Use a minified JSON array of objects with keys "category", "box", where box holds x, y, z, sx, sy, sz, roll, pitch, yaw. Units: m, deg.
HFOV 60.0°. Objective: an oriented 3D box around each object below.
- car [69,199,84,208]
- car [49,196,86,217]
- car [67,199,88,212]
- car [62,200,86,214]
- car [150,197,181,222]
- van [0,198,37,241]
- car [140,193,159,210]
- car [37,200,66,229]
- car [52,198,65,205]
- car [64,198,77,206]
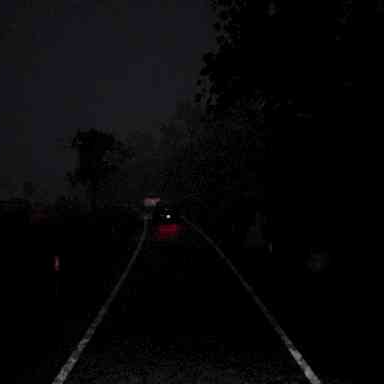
[{"category":"car","box":[-20.544,1.971,59.062,2.097,1.535,5.008,-1,-1,-22]},{"category":"car","box":[-12.275,1.384,33.125,2.435,2.045,5.566,2,-1,-13]},{"category":"car","box":[-15.098,1.767,43.975,2.231,1.521,4.892,2,-2,-15]},{"category":"car","box":[-13.599,1.700,38.589,2.231,1.521,4.892,2,-2,-15]},{"category":"car","box":[-1.958,1.395,24.947,1.837,1.490,4.892,0,0,-8]},{"category":"van","box":[-9.557,1.277,16.493,1.878,1.987,4.442,2,-1,-8]},{"category":"car","box":[-5.171,1.162,41.151,2.150,2.045,5.566,-1,0,-14]},{"category":"car","box":[-10.257,1.531,21.965,1.946,1.575,5.366,2,-1,-7]},{"category":"car","box":[-33.968,2.404,84.505,2.097,1.535,5.008,-2,0,-31]},{"category":"car","box":[-25.613,2.171,69.974,2.097,1.535,5.008,-1,-1,-27]}]
